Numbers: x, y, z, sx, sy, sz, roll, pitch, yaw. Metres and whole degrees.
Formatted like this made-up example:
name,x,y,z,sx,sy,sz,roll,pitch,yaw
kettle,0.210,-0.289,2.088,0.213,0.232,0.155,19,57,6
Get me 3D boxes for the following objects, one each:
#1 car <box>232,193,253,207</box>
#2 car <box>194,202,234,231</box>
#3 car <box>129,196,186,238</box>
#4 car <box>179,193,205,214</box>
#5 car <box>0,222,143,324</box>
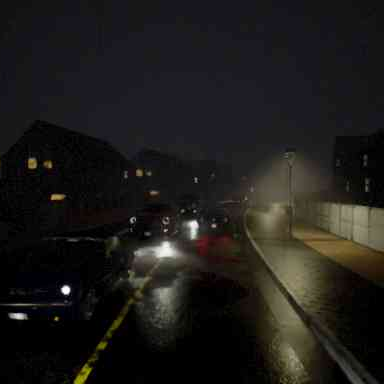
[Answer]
name,x,y,z,sx,sy,sz,roll,pitch,yaw
car,6.461,1.214,43.921,2.033,1.411,5.357,0,1,16
car,1.474,1.535,20.364,1.895,1.301,4.718,0,0,7
car,-1.777,1.306,17.385,2.097,1.767,4.553,0,0,6
car,-0.188,1.081,28.653,2.150,2.045,5.566,0,0,11
car,-2.563,1.593,7.302,1.895,1.301,4.718,0,0,3
